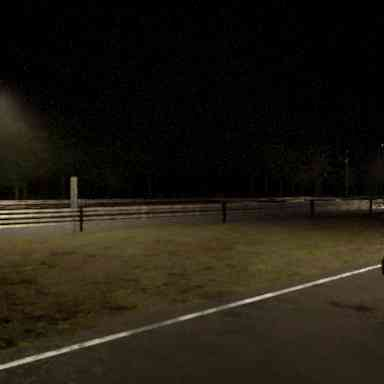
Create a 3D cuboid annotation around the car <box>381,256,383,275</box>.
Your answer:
[{"bbox_3d":[6.703,1.546,8.496,4.181,1.385,1.994,0,0,-35],"label":"car"}]
